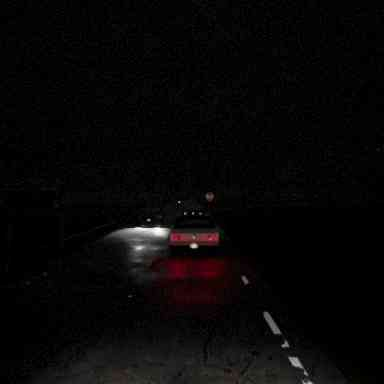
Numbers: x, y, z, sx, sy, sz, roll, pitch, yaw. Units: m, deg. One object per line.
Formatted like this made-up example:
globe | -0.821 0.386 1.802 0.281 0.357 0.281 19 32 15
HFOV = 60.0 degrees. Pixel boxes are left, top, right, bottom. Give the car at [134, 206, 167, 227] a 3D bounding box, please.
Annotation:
car | -2.830 1.662 23.690 1.994 1.385 4.181 0 0 0

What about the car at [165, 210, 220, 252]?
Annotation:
car | 0.086 1.658 14.172 1.895 1.301 4.718 0 0 0

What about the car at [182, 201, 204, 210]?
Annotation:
car | 0.083 1.720 27.858 1.895 1.301 4.718 0 0 0
